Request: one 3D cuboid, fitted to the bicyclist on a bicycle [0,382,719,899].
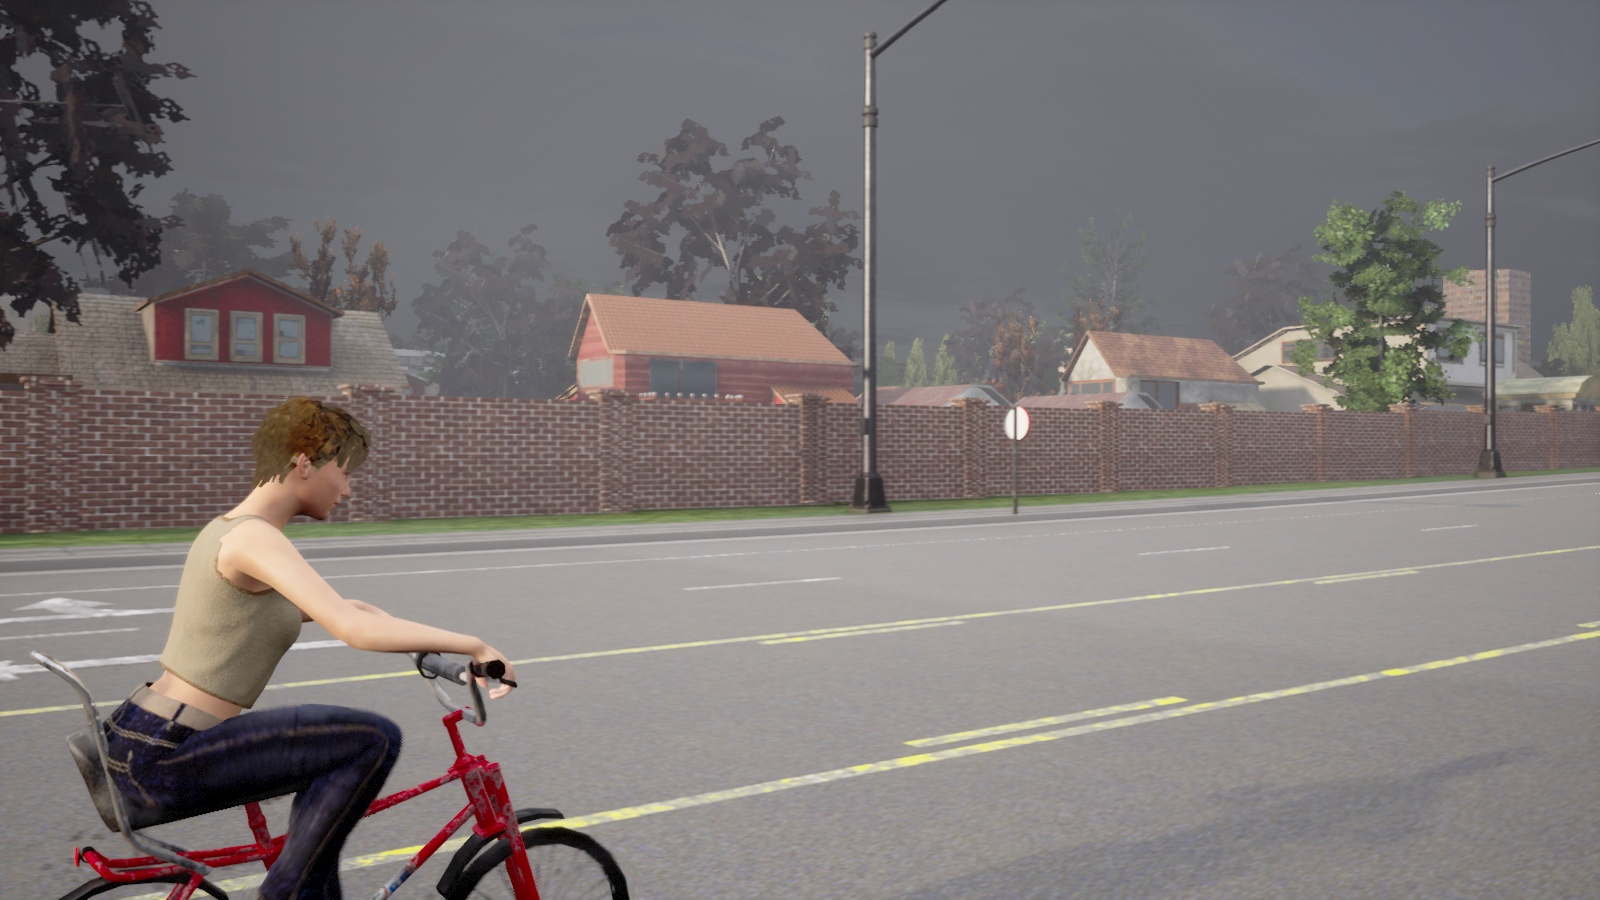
[{"bbox_3d":[-1.060,0.691,2.915,1.509,1.612,0.866,0,0,-35],"label":"bicyclist on a bicycle"}]
